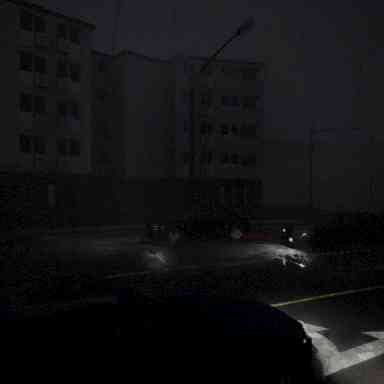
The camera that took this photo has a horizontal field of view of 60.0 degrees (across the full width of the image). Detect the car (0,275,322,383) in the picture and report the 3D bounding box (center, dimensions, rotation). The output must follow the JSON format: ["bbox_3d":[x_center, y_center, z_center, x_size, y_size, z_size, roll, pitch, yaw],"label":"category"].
[{"bbox_3d":[-0.884,1.526,2.940,4.674,1.442,1.812,0,0,-33],"label":"car"}]

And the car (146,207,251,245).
[{"bbox_3d":[0.338,1.477,15.596,5.008,1.535,1.882,0,0,-23],"label":"car"}]

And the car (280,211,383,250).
[{"bbox_3d":[6.554,1.548,14.269,5.357,1.411,2.033,0,0,-17],"label":"car"}]
